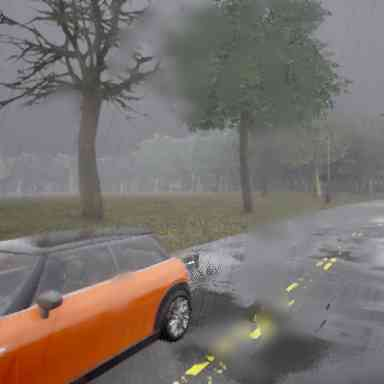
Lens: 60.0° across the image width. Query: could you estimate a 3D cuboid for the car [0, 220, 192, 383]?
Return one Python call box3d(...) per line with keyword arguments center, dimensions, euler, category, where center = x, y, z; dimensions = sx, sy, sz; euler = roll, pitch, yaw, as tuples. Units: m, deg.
box3d(center=(-1.939, 1.348, 4.098), dimensions=(2.097, 1.767, 4.553), euler=(-1, 1, 33), category="car")
